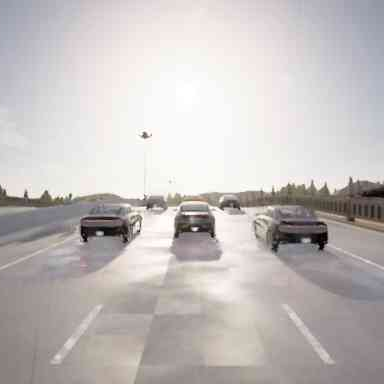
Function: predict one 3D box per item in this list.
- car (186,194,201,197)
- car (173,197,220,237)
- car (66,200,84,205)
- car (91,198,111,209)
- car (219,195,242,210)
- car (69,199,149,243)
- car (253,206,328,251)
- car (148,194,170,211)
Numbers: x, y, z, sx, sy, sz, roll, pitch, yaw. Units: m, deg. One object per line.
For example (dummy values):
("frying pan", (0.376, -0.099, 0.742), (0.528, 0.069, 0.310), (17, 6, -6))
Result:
("car", (0.151, 0.992, 33.883), (1.882, 1.535, 5.008), (0, 0, 0))
("car", (0.124, 1.239, 16.271), (1.837, 1.490, 4.892), (0, 1, 0))
("car", (-17.431, 1.805, 50.558), (1.895, 1.301, 4.718), (0, -4, 0))
("car", (-13.927, 1.813, 51.100), (1.994, 1.385, 4.181), (0, -5, 0))
("car", (3.649, 1.036, 32.883), (1.812, 1.442, 4.674), (0, 0, 0))
("car", (-3.378, 1.252, 14.614), (2.128, 1.511, 4.902), (0, 1, 0))
("car", (3.619, 1.280, 12.947), (2.128, 1.511, 4.902), (0, 1, 0))
("car", (-3.351, 1.012, 32.709), (1.837, 1.490, 4.892), (0, 0, 0))
